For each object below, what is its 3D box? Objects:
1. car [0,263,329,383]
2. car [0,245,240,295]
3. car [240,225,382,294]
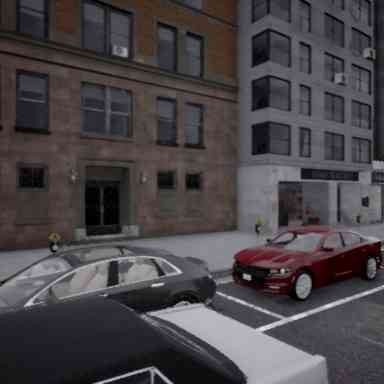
[{"bbox_3d":[-1.228,1.601,2.156,4.718,1.301,1.895,0,0,-36],"label":"car"},{"bbox_3d":[-1.630,1.552,5.026,4.403,1.369,2.008,0,0,-35],"label":"car"},{"bbox_3d":[2.996,1.549,8.325,4.507,1.381,1.887,0,0,-35],"label":"car"}]
